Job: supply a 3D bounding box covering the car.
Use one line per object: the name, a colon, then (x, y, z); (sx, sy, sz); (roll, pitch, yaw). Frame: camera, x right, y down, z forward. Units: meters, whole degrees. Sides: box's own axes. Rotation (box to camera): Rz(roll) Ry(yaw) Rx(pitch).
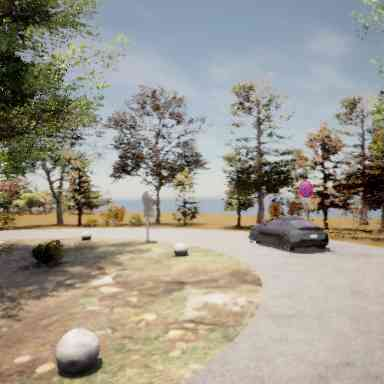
car: (4.408, 1.870, 15.738); (1.994, 1.385, 4.181); (0, -2, -19)
